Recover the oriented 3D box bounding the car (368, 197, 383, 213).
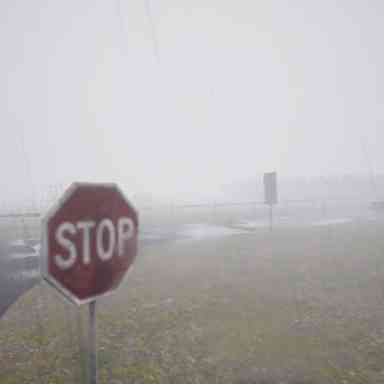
[{"bbox_3d":[16.949,1.045,27.813,5.357,1.411,2.033,-1,-1,-33],"label":"car"}]
